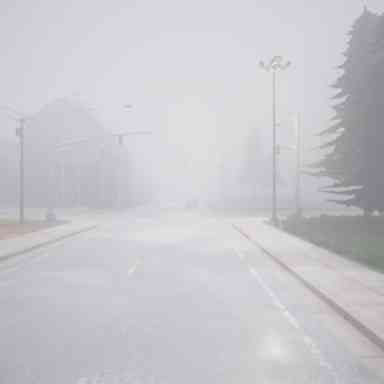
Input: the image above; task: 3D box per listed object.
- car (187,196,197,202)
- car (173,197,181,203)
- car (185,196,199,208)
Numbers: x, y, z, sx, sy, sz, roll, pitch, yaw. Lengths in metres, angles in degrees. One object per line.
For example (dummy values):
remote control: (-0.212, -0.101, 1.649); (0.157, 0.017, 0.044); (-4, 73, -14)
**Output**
car: (0.011, 1.584, 75.522); (2.033, 1.411, 5.357); (0, 0, 0)
car: (-3.489, 1.768, 77.279); (1.895, 1.301, 4.718); (0, 0, 0)
car: (0.007, 1.607, 50.056); (2.128, 1.511, 4.902); (0, 0, 0)
